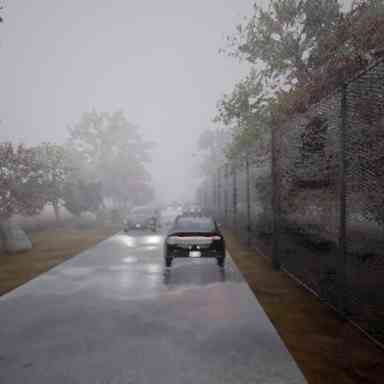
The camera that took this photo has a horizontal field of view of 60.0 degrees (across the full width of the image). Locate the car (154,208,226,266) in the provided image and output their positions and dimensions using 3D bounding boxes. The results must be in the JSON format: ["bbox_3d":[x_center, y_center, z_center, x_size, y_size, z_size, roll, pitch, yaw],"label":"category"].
[{"bbox_3d":[0.080,1.524,11.708,2.128,1.511,4.902,0,0,0],"label":"car"}]

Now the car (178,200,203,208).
[{"bbox_3d":[0.020,1.677,31.052,2.033,1.411,5.357,0,-1,0],"label":"car"}]

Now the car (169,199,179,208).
[{"bbox_3d":[-3.080,1.984,60.896,2.097,1.767,4.553,0,-1,0],"label":"car"}]

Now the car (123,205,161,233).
[{"bbox_3d":[-2.888,1.563,20.154,1.837,1.490,4.892,0,0,0],"label":"car"}]
